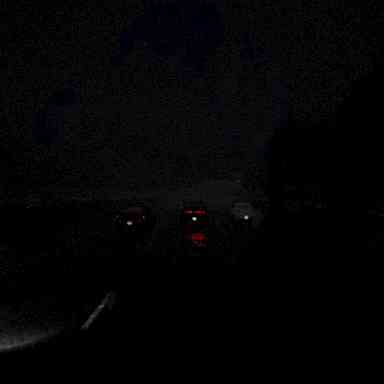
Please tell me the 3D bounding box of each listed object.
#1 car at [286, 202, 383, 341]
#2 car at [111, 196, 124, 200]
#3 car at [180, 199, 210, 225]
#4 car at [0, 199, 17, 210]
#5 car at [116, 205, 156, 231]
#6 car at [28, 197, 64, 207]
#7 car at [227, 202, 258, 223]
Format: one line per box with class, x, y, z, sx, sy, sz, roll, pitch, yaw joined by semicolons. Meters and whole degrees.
car;3.589;1.204;6.603;2.150;2.045;5.566;0;0;0
car;-15.860;1.646;70.954;1.882;1.535;5.008;0;0;3
car;0.188;1.474;23.675;1.837;1.490;4.892;0;0;1
car;-17.406;1.546;29.665;1.994;1.385;4.181;0;0;1
car;-3.345;1.494;20.245;1.812;1.442;4.674;0;0;1
car;-13.865;1.338;31.766;2.097;1.767;4.553;0;0;1
car;3.711;1.496;24.817;1.812;1.442;4.674;0;0;1
